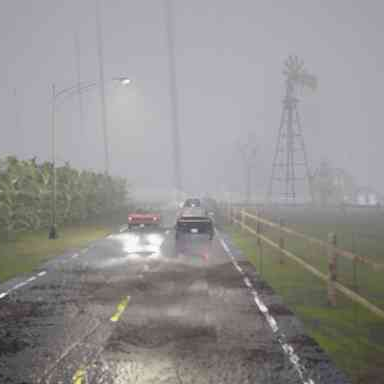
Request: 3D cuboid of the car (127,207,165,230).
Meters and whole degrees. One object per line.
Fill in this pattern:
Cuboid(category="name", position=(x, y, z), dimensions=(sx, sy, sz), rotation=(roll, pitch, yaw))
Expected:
Cuboid(category="car", position=(-2.842, 1.612, 21.185), dimensions=(1.895, 1.301, 4.718), rotation=(0, 0, 0))

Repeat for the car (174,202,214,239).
Cuboid(category="car", position=(0.104, 1.500, 17.185), dimensions=(2.128, 1.511, 4.902), rotation=(0, 0, 0))

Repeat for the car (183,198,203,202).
Cuboid(category="car", position=(0.107, 1.378, 35.007), dimensions=(2.097, 1.767, 4.553), rotation=(0, 0, 0))
